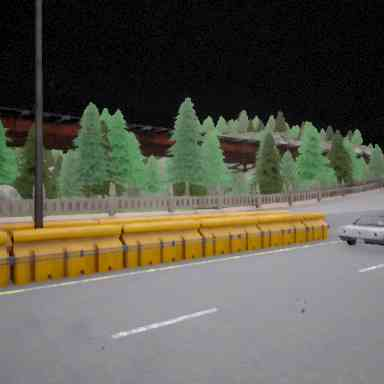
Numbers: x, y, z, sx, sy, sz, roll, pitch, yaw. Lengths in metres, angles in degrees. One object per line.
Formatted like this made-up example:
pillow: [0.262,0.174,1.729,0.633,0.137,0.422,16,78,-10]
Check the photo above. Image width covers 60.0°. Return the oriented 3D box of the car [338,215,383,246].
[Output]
car: [8.295,1.613,14.085,4.718,1.301,1.895,0,0,-36]
